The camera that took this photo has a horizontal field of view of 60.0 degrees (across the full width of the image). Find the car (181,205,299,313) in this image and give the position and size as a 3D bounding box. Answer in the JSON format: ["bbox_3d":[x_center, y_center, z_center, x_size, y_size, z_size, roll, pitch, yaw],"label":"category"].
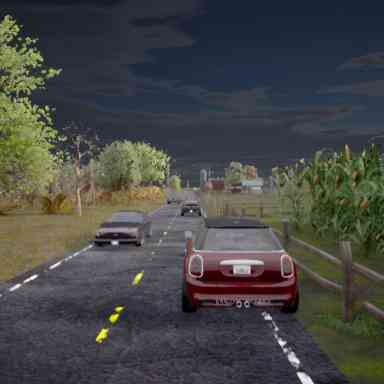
[{"bbox_3d":[0.871,1.348,7.809,2.097,1.767,4.553,0,0,0],"label":"car"}]

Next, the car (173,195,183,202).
[{"bbox_3d":[-3.055,1.433,74.559,1.994,1.385,4.181,0,0,0],"label":"car"}]

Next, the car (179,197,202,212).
[{"bbox_3d":[-0.075,1.476,32.631,1.837,1.490,4.892,0,0,0],"label":"car"}]

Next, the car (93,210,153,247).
[{"bbox_3d":[-2.911,1.538,15.200,2.033,1.411,5.357,0,0,0],"label":"car"}]

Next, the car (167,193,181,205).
[{"bbox_3d":[-3.068,1.143,56.529,2.150,2.045,5.566,0,0,0],"label":"car"}]

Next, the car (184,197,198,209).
[{"bbox_3d":[-0.124,1.452,45.911,1.837,1.490,4.892,0,0,0],"label":"car"}]
